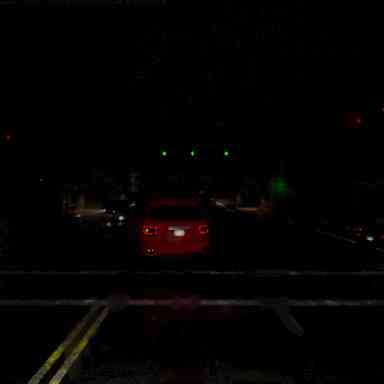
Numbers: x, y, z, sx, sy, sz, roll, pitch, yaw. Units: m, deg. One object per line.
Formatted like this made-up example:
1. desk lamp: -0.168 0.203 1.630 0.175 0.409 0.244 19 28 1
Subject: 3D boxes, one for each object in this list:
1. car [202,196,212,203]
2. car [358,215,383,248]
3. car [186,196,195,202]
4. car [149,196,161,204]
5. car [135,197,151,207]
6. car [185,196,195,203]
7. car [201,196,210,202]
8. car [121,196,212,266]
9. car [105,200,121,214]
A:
1. car: 3.057 1.616 68.944 1.994 1.385 4.181 0 0 0
2. car: 8.716 1.538 13.251 4.674 1.442 1.812 0 -2 -24
3. car: -0.386 1.540 77.326 1.994 1.385 4.181 0 0 0
4. car: -7.450 1.522 68.169 1.882 1.535 5.008 0 0 0
5. car: -7.621 1.571 52.367 1.812 1.442 4.674 0 0 1
6. car: -0.443 1.616 68.968 1.994 1.385 4.181 0 0 0
7. car: 3.113 1.531 77.230 1.994 1.385 4.181 0 0 0
8. car: -1.118 1.234 11.881 2.150 2.045 5.566 1 0 -16
9. car: -7.763 1.578 35.767 2.033 1.411 5.357 0 0 0
